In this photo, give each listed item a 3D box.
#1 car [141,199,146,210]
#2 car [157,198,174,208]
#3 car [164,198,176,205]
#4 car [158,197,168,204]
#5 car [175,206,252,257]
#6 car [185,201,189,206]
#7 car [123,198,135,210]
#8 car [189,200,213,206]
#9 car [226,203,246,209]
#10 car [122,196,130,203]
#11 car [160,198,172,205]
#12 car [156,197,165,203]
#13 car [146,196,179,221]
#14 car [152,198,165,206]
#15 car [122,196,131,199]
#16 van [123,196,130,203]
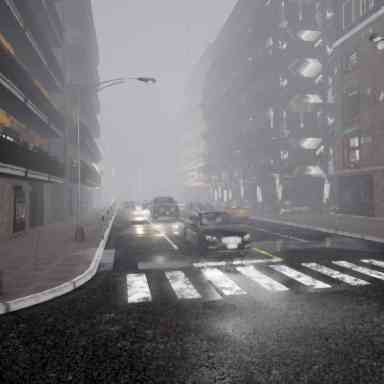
[{"bbox_3d":[-6.234,1.798,47.749,2.128,1.511,4.902,-1,0,-11],"label":"car"},{"bbox_3d":[-4.402,1.807,54.260,2.128,1.511,4.902,-1,0,-12],"label":"car"},{"bbox_3d":[-4.499,1.936,67.376,2.008,1.369,4.403,-1,0,-12],"label":"car"},{"bbox_3d":[-6.816,2.019,78.461,1.887,1.381,4.507,-1,0,-12],"label":"car"},{"bbox_3d":[0.845,1.550,13.507,2.128,1.511,4.902,-1,0,-12],"label":"car"},{"bbox_3d":[0.135,1.752,45.206,1.887,1.381,4.507,-1,0,-12],"label":"car"},{"bbox_3d":[-9.230,1.934,49.053,1.802,1.307,4.206,-1,0,-12],"label":"car"},{"bbox_3d":[1.293,1.708,39.664,1.887,1.381,4.507,-1,0,-12],"label":"car"},{"bbox_3d":[3.575,1.607,28.748,1.752,1.417,4.829,-1,0,-12],"label":"car"},{"bbox_3d":[-18.502,2.038,93.391,2.192,1.841,5.009,-1,0,-12],"label":"car"},{"bbox_3d":[-5.657,1.981,72.918,2.008,1.369,4.403,-1,0,-12],"label":"car"},{"bbox_3d":[-7.976,1.961,84.002,1.967,1.590,4.097,-1,0,-12],"label":"car"},{"bbox_3d":[-2.524,1.388,29.608,2.150,2.045,5.566,-1,0,-12],"label":"car"},{"bbox_3d":[-6.524,1.888,64.402,2.128,1.511,4.902,-1,0,-12],"label":"car"},{"bbox_3d":[-13.867,1.845,71.225,2.192,1.841,5.009,-1,0,-12],"label":"car"},{"bbox_3d":[-17.342,2.010,87.851,1.690,1.788,3.998,-1,0,-12],"label":"van"}]
